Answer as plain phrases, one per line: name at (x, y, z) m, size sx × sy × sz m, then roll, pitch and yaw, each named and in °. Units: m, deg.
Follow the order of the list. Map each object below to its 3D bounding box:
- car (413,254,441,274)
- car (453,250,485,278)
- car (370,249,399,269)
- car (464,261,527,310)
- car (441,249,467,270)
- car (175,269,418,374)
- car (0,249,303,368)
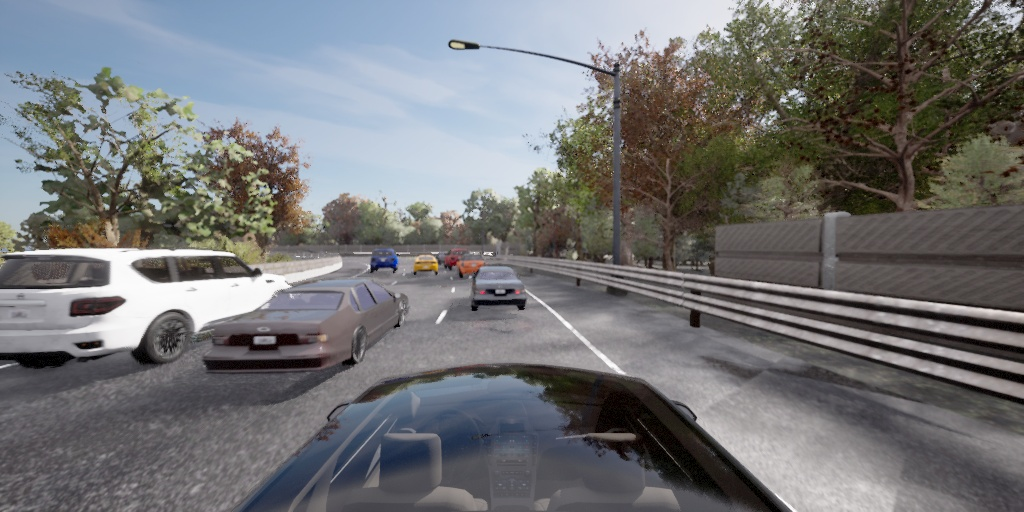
car at (-7.414, 0.693, 30.720) m, size 1.882 × 1.535 × 5.008 m, roll 0°, pitch 1°, yaw -14°
car at (-3.119, 0.623, 27.384) m, size 2.097 × 1.767 × 4.553 m, roll 0°, pitch 1°, yaw -12°
car at (-11.488, 0.411, 32.432) m, size 2.150 × 2.045 × 5.566 m, roll 0°, pitch 1°, yaw -16°
car at (-0.622, 1.078, 13.368) m, size 2.033 × 1.411 × 5.357 m, roll 0°, pitch 1°, yaw -6°
car at (-5.558, 0.329, 36.402) m, size 2.150 × 2.045 × 5.566 m, roll 0°, pitch 1°, yaw -17°
car at (-3.647, 1.192, 7.584) m, size 2.033 × 1.411 × 5.357 m, roll 0°, pitch 1°, yaw -3°
car at (-7.184, 0.868, 7.799) m, size 2.150 × 2.045 × 5.566 m, roll 0°, pitch 1°, yaw -3°
